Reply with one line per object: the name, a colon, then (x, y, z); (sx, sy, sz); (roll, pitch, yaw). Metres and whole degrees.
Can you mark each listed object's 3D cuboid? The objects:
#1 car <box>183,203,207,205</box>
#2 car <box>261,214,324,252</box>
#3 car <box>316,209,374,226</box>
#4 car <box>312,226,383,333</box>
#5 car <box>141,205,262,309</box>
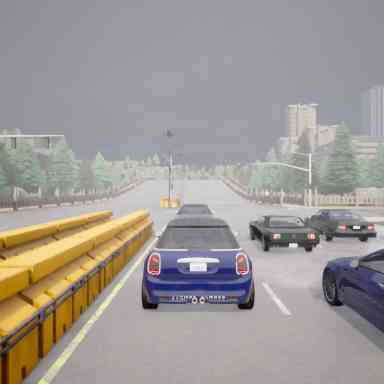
car: (0.133, 1.352, 16.949); (2.097, 1.767, 4.553); (0, 0, 0)
car: (3.624, 1.601, 13.984); (1.895, 1.301, 4.718); (0, 0, 1)
car: (7.108, 1.547, 16.559); (2.033, 1.411, 5.357); (0, 0, 4)
car: (3.613, 1.526, 5.044); (1.812, 1.442, 4.674); (0, 0, 0)
car: (0.115, 1.352, 8.013); (2.097, 1.767, 4.553); (0, 0, 0)
